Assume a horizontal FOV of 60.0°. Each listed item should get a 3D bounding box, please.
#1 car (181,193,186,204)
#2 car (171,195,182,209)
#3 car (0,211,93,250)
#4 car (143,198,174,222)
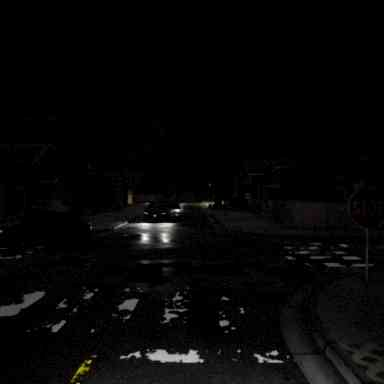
[{"bbox_3d":[-2.690,1.524,64.820,1.837,1.490,4.892,0,0,0],"label":"car"},{"bbox_3d":[-2.704,1.487,45.053,1.882,1.535,5.008,0,0,0],"label":"car"},{"bbox_3d":[-6.529,1.564,14.515,4.181,1.385,1.994,0,0,-37],"label":"car"},{"bbox_3d":[-2.723,1.509,26.584,1.837,1.490,4.892,0,0,0],"label":"car"}]
